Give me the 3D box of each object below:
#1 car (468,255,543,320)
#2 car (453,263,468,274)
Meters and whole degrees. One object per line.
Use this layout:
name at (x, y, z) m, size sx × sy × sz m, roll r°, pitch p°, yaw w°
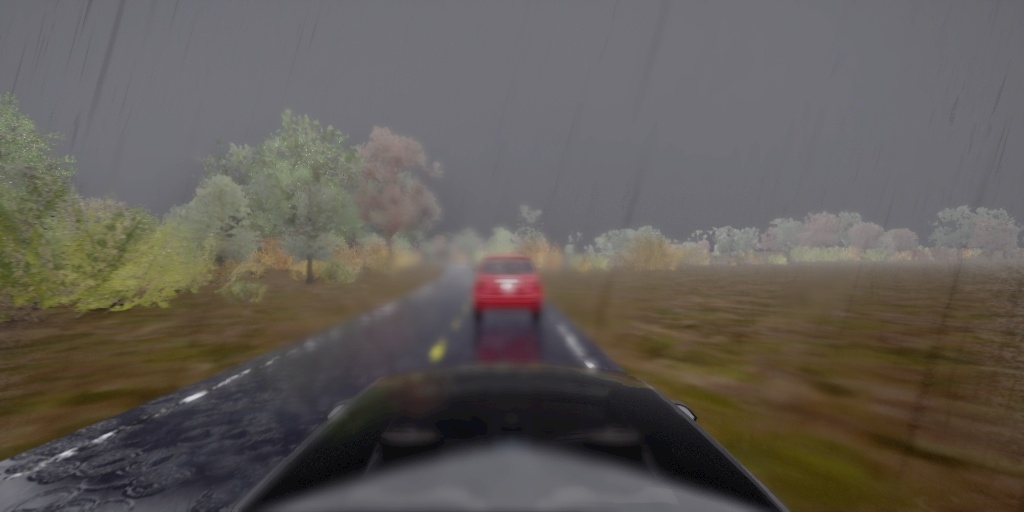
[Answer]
car at (-0.185, 1.001, 12.971) m, size 2.150 × 2.045 × 5.566 m, roll 0°, pitch 0°, yaw -2°
car at (-6.318, 1.477, 44.683) m, size 1.895 × 1.301 × 4.718 m, roll 0°, pitch 0°, yaw -8°
